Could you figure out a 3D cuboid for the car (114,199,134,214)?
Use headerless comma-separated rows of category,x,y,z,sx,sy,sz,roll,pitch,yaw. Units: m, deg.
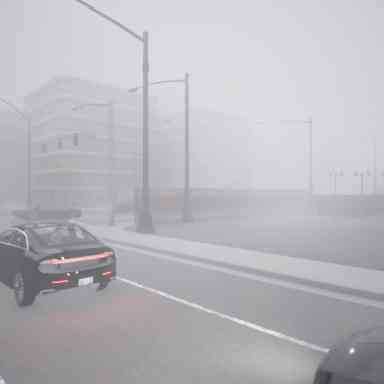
car,-6.356,1.491,34.936,4.902,1.511,2.128,0,0,-44

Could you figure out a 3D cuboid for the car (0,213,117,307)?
car,-3.683,1.492,8.121,2.128,1.511,4.902,0,0,-43

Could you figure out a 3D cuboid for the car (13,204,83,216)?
car,-10.943,1.591,25.507,4.718,1.301,1.895,1,0,-41

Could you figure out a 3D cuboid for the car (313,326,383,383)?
car,3.129,1.505,1.630,4.892,1.490,1.837,0,0,38
